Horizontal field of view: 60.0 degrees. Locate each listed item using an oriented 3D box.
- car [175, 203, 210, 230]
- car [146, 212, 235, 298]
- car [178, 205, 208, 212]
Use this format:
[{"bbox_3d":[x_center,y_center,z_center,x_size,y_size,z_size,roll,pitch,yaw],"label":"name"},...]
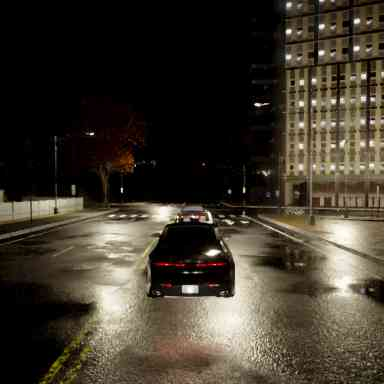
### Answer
[{"bbox_3d":[0.046,1.545,22.324,2.033,1.411,5.357,0,0,0],"label":"car"},{"bbox_3d":[-0.020,1.503,8.479,1.837,1.490,4.892,0,0,0],"label":"car"},{"bbox_3d":[0.105,1.486,13.302,2.128,1.511,4.902,0,0,0],"label":"car"}]
